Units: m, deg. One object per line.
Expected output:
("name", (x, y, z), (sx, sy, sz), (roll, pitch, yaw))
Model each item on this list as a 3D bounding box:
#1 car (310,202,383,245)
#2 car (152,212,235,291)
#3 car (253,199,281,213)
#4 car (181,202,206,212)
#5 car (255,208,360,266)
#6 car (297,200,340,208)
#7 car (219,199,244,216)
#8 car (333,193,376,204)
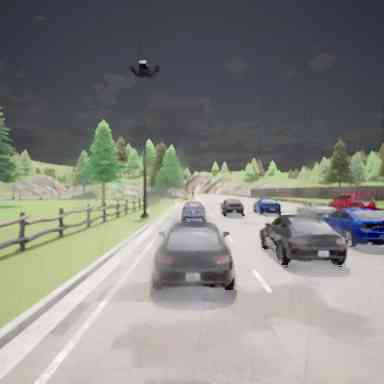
("car", (7.102, 1.432, 14.521), (1.882, 1.535, 5.008), (0, 0, 0))
("car", (0.049, 1.498, 8.829), (1.812, 1.442, 4.674), (0, 0, 1))
("car", (7.187, 1.376, 32.193), (1.882, 1.535, 5.008), (0, 0, 0))
("car", (0.134, 1.466, 25.763), (2.033, 1.411, 5.357), (0, 0, 1))
("car", (3.576, 1.490, 11.289), (1.812, 1.442, 4.674), (0, 0, 1))
("car", (10.666, 1.510, 28.947), (1.895, 1.301, 4.718), (0, 0, 0))
("car", (3.679, 1.407, 30.912), (1.837, 1.490, 4.892), (0, 0, 0))
("car", (14.173, 1.127, 29.704), (2.150, 2.045, 5.566), (0, 0, 0))
